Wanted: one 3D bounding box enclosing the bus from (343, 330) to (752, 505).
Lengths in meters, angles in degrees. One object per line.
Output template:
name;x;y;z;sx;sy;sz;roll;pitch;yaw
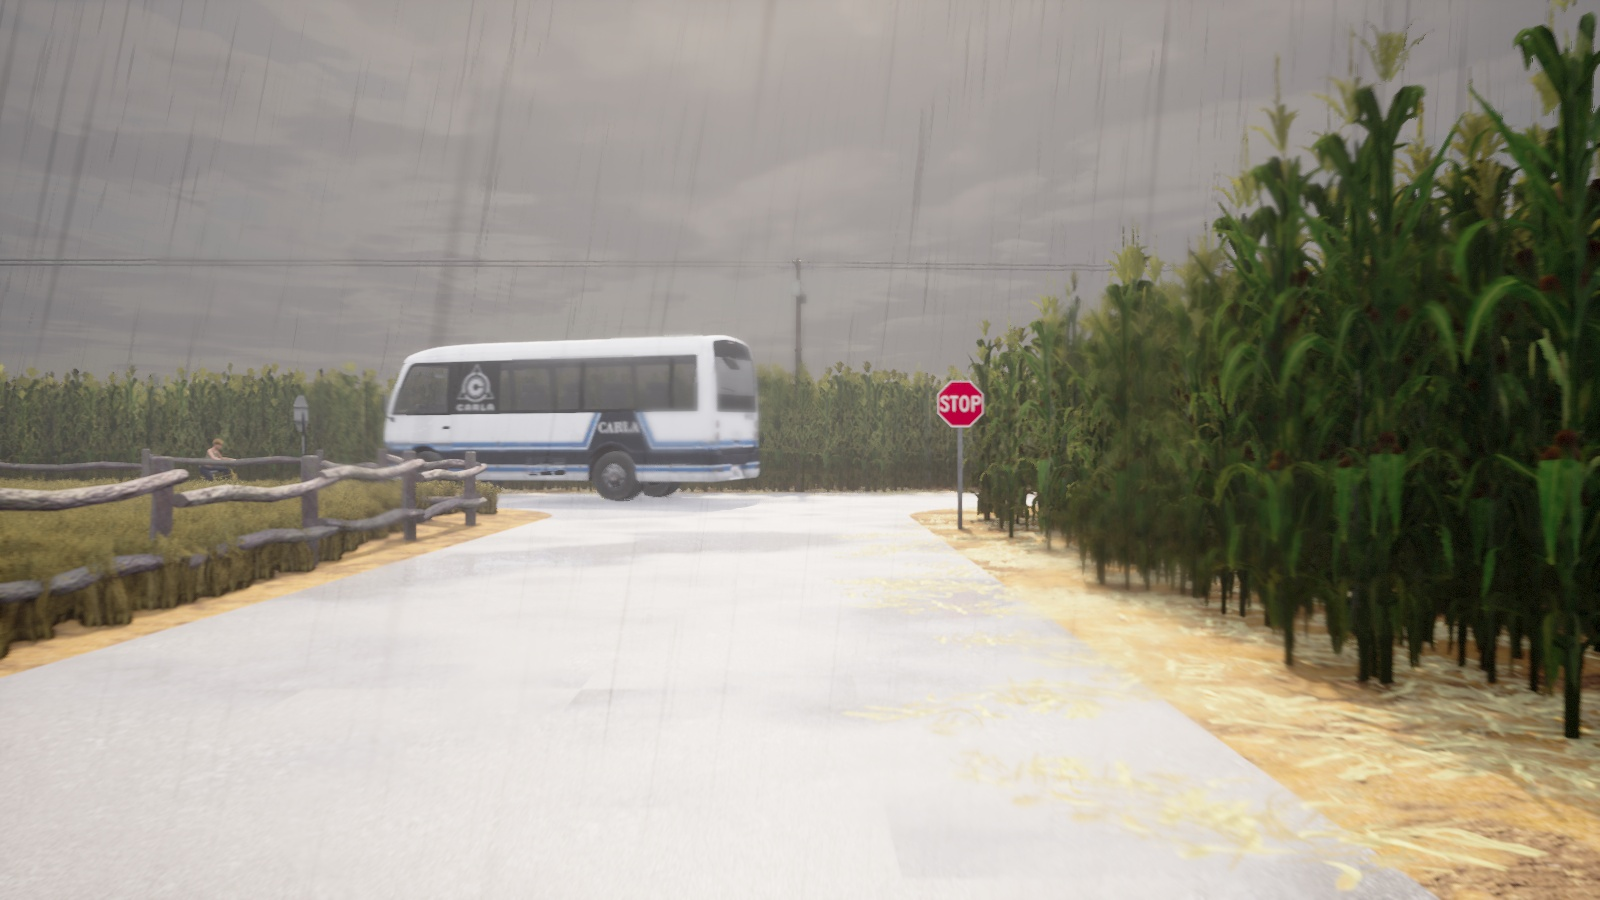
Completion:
bus;-6.818;-0.828;34.105;10.273;4.253;3.944;0;1;19
